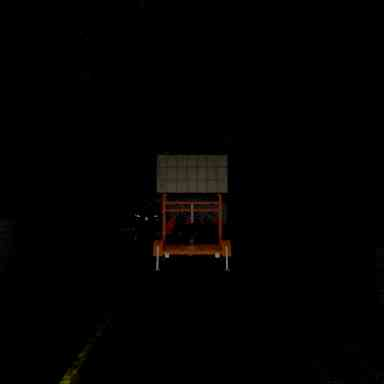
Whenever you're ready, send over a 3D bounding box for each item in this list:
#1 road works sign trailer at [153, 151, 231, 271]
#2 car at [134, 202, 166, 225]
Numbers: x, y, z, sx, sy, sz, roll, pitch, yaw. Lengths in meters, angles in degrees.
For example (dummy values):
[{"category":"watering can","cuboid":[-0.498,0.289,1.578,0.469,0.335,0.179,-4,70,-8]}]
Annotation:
[{"category":"road works sign trailer","cuboid":[0.007,0.466,10.942,2.380,3.560,2.880,0,0,0]},{"category":"car","cuboid":[-2.982,1.514,24.286,1.837,1.490,4.892,0,0,0]}]
